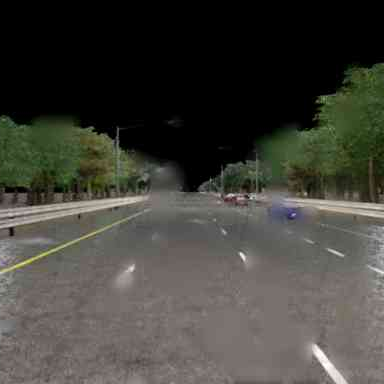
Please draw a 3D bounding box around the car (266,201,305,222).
[{"bbox_3d":[7.011,1.426,25.265,1.882,1.535,5.008,0,0,0],"label":"car"}]

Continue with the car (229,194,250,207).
[{"bbox_3d":[7.019,1.391,48.920,1.812,1.442,4.674,0,0,0],"label":"car"}]

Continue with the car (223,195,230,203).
[{"bbox_3d":[7.151,1.299,64.923,1.882,1.535,5.008,0,0,2],"label":"car"}]
